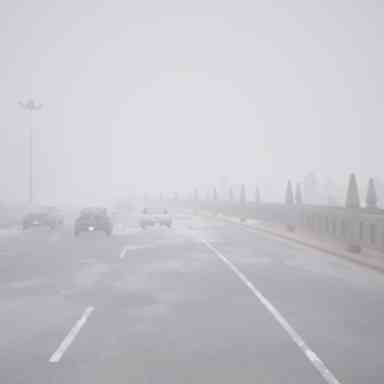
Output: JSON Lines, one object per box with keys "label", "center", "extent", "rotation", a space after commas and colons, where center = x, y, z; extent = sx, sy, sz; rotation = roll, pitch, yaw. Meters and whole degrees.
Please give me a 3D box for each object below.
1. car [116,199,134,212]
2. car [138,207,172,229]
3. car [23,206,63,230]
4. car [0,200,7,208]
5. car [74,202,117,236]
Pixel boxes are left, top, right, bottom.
{"label": "car", "center": [-8.419, 1.629, 40.664], "extent": [1.837, 1.490, 4.892], "rotation": [0, 0, -22]}
{"label": "car", "center": [-2.601, 1.661, 22.509], "extent": [1.895, 1.301, 4.718], "rotation": [0, 0, -12]}
{"label": "car", "center": [-9.608, 1.612, 21.639], "extent": [1.812, 1.442, 4.674], "rotation": [0, 0, -13]}
{"label": "car", "center": [-26.097, 1.767, 44.814], "extent": [1.994, 1.385, 4.181], "rotation": [0, 0, -28]}
{"label": "car", "center": [-5.460, 1.569, 18.944], "extent": [1.837, 1.490, 4.892], "rotation": [0, 0, -10]}
